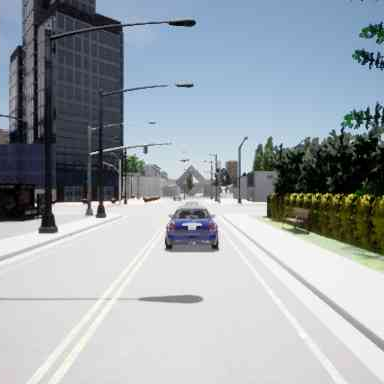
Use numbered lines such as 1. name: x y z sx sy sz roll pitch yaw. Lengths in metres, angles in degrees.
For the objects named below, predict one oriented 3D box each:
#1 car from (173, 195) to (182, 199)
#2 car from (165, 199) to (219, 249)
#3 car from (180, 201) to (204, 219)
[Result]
1. car: -3.500 1.449 79.985 2.128 1.511 4.902 0 0 0
2. car: 0.000 1.364 14.620 2.097 1.767 4.553 0 0 0
3. car: 0.000 1.571 29.650 1.994 1.385 4.181 0 0 0
